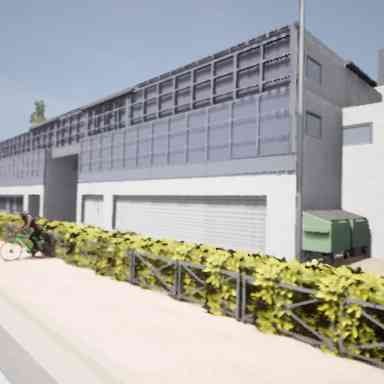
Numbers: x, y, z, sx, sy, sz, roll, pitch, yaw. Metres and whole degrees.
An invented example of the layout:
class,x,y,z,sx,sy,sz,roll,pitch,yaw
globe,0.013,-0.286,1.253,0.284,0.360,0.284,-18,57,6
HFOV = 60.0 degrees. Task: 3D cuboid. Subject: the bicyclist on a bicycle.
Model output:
class,x,y,z,sx,sy,sz,roll,pitch,yaw
bicyclist on a bicycle,-5.584,1.501,11.290,1.656,1.620,0.582,3,-2,-44
